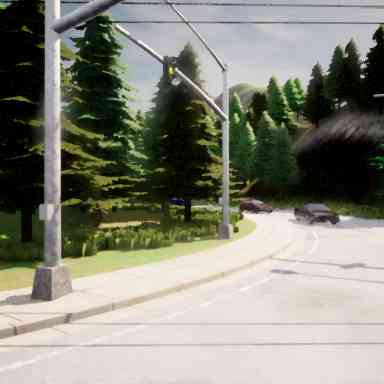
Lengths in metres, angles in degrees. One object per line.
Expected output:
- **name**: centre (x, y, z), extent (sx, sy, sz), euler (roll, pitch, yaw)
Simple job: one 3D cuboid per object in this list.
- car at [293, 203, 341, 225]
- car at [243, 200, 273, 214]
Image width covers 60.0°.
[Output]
- **car**: centre (9.025, 1.546, 24.582), extent (2.033, 1.411, 5.357), euler (0, 0, 1)
- **car**: centre (6.709, 1.524, 35.505), extent (1.812, 1.442, 4.674), euler (0, 0, -23)
